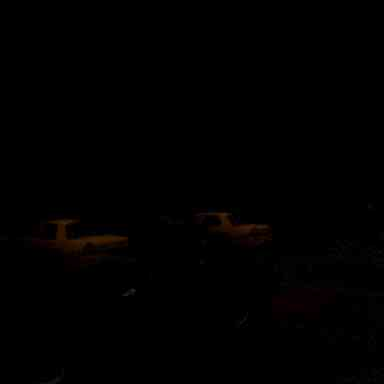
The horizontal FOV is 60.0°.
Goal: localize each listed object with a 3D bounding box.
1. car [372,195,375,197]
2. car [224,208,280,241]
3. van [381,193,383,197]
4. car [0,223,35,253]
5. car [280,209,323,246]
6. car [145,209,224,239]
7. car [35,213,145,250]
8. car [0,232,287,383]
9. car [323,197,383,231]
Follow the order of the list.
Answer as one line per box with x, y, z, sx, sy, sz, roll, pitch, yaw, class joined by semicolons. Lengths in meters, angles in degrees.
31.216;1.190;54.964;2.435;2.045;5.566;0;1;36;car
0.593;1.481;13.772;5.366;1.575;1.946;-1;0;34;car
17.451;1.242;25.852;4.442;1.987;1.878;-1;0;34;van
-6.457;1.488;8.479;5.008;1.535;2.097;-1;-1;34;car
3.177;1.509;15.396;4.792;1.488;2.163;-1;-1;34;car
-1.648;1.484;11.948;5.008;1.535;2.097;-1;0;34;car
-4.208;1.485;10.313;5.366;1.575;1.946;-1;0;34;car
-0.842;1.600;5.255;4.718;1.301;1.895;0;0;-36;car
10.326;1.349;20.616;4.553;1.767;2.185;-1;-1;34;car
